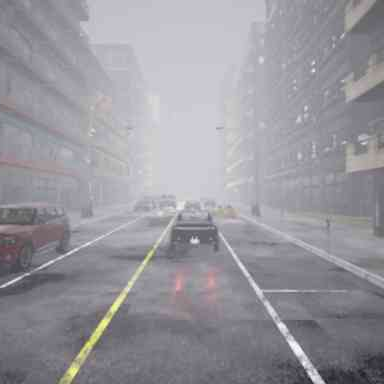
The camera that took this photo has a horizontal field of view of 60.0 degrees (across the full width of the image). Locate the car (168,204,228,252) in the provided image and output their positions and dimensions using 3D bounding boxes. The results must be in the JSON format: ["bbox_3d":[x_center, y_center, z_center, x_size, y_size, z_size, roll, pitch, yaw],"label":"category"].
[{"bbox_3d":[0.097,1.492,13.956,2.128,1.511,4.902,0,0,0],"label":"car"}]

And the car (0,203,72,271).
[{"bbox_3d":[-5.672,1.316,11.100,2.192,1.841,5.009,1,0,0],"label":"car"}]

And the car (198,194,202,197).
[{"bbox_3d":[2.697,1.455,68.007,1.967,1.590,4.097,1,0,0],"label":"car"}]

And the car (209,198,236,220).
[{"bbox_3d":[2.701,1.528,28.385,1.752,1.417,4.829,1,0,0],"label":"car"}]

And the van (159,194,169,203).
[{"bbox_3d":[-5.681,1.356,67.945,1.690,1.788,3.998,1,0,0],"label":"van"}]

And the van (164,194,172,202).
[{"bbox_3d":[-5.689,1.361,79.316,1.690,1.788,3.998,1,0,0],"label":"van"}]

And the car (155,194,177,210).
[{"bbox_3d":[-3.097,1.227,43.475,2.150,2.045,5.566,0,0,0],"label":"car"}]

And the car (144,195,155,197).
[{"bbox_3d":[-5.677,1.322,45.208,2.192,1.841,5.009,1,0,0],"label":"car"}]

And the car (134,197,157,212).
[{"bbox_3d":[-5.682,1.571,39.523,1.947,1.339,4.313,1,0,0],"label":"car"}]

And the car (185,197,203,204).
[{"bbox_3d":[0.094,1.606,40.949,1.895,1.301,4.718,0,0,0],"label":"car"}]

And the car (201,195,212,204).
[{"bbox_3d":[2.697,1.574,50.953,1.947,1.339,4.313,1,0,0],"label":"car"}]

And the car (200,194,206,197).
[{"bbox_3d":[2.697,1.536,56.808,1.752,1.417,4.829,1,0,0],"label":"car"}]

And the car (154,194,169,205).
[{"bbox_3d":[-5.680,1.328,62.261,2.192,1.841,5.009,1,0,0],"label":"car"}]

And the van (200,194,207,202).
[{"bbox_3d":[2.697,1.361,79.377,1.690,1.788,3.998,1,0,0],"label":"van"}]
